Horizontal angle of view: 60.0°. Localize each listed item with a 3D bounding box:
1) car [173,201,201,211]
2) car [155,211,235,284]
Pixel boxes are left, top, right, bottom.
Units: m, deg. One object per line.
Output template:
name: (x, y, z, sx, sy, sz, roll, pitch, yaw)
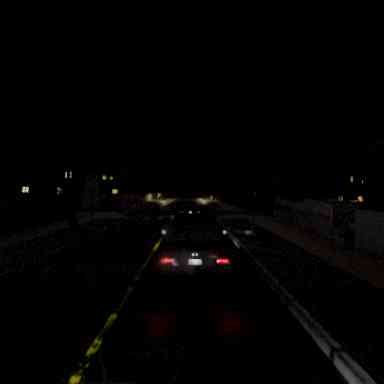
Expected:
car: (-0.351, 1.405, 24.907, 2.033, 1.411, 5.357, 0, 0, -6)
car: (0.066, 1.489, 9.436, 2.033, 1.411, 5.357, 0, 0, 0)
